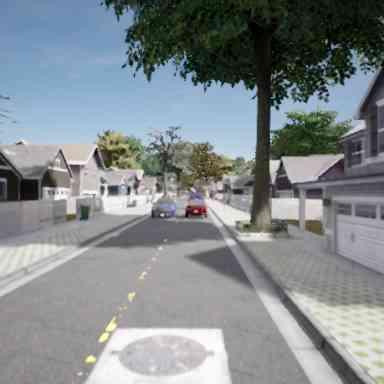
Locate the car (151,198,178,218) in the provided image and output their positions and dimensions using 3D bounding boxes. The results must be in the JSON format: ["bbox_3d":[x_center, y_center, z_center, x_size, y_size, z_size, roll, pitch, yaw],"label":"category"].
[{"bbox_3d":[-2.416,1.320,29.714,2.097,1.767,4.553,0,0,1],"label":"car"}]

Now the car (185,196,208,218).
[{"bbox_3d":[0.389,1.442,29.849,1.882,1.535,5.008,0,0,1],"label":"car"}]

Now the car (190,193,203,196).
[{"bbox_3d":[0.585,1.179,45.762,2.150,2.045,5.566,0,0,1],"label":"car"}]
